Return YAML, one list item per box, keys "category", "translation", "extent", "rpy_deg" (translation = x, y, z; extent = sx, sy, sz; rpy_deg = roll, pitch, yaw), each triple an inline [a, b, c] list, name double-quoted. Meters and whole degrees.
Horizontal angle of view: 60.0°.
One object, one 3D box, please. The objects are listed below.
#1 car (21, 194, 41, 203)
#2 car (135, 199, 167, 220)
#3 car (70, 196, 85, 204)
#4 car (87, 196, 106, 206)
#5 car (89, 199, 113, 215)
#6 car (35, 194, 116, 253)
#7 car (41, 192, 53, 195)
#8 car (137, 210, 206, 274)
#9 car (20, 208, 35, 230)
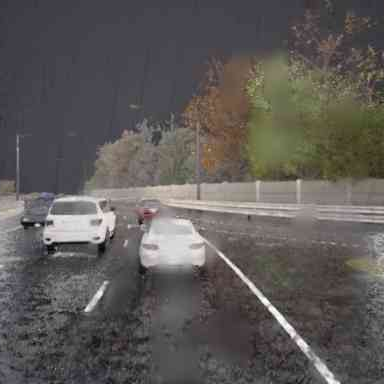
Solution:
- category: "car"
  translation: [-34.749, 1.436, 70.806]
  extent: [2.128, 1.511, 4.902]
  rpy_deg: [0, 0, -45]
- category: "car"
  translation: [-3.137, 1.357, 25.156]
  extent: [2.097, 1.767, 4.553]
  rpy_deg: [0, 0, -13]
- category: "car"
  translation: [-23.820, 1.586, 69.078]
  extent: [1.812, 1.442, 4.674]
  rpy_deg: [0, 0, -32]
- category: "car"
  translation: [-16.719, 1.530, 58.022]
  extent: [2.128, 1.511, 4.902]
  rpy_deg: [0, 0, -31]
- category: "car"
  translation: [-9.875, 1.516, 35.742]
  extent: [2.128, 1.511, 4.902]
  rpy_deg: [0, 0, -19]
- category: "car"
  translation: [-4.516, 1.233, 14.098]
  extent: [2.150, 2.045, 5.566]
  rpy_deg: [0, 0, -8]
- category: "car"
  translation: [-32.169, 1.127, 73.169]
  extent: [2.150, 2.045, 5.566]
  rpy_deg: [0, 0, -45]
- category: "car"
  translation: [-0.669, 1.526, 10.556]
  extent: [1.812, 1.442, 4.674]
  rpy_deg: [0, 0, -6]
- category: "car"
  translation: [-9.437, 1.626, 21.493]
  extent: [1.895, 1.301, 4.718]
  rpy_deg: [0, 0, -12]
